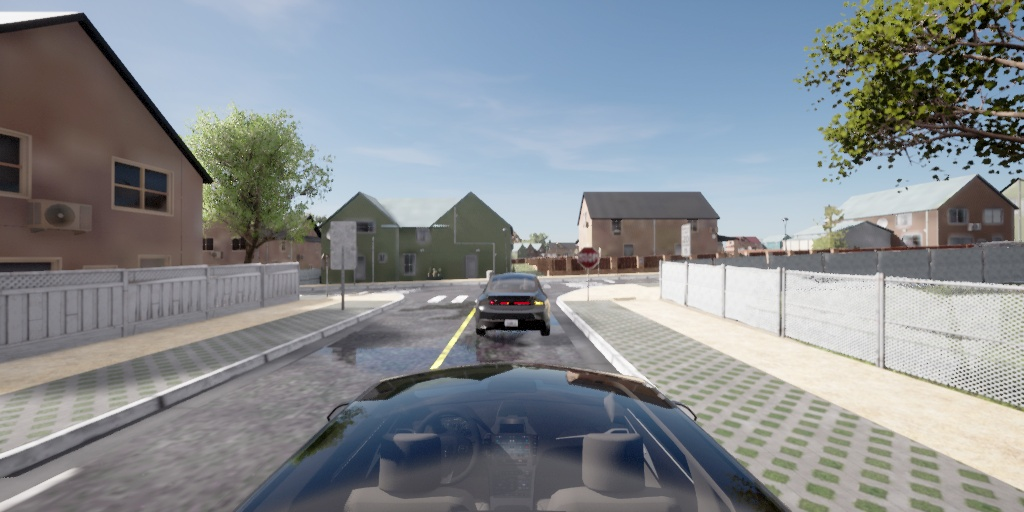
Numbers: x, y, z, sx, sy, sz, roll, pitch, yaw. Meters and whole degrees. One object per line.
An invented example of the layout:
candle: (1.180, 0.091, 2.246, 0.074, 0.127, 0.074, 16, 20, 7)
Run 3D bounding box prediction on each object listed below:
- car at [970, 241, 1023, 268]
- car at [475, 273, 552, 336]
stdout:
car: (31.561, -0.115, 23.594, 4.553, 1.767, 2.097, -2, 0, 1)
car: (0.083, 1.240, 10.389, 1.837, 1.490, 4.892, 0, 0, 2)
